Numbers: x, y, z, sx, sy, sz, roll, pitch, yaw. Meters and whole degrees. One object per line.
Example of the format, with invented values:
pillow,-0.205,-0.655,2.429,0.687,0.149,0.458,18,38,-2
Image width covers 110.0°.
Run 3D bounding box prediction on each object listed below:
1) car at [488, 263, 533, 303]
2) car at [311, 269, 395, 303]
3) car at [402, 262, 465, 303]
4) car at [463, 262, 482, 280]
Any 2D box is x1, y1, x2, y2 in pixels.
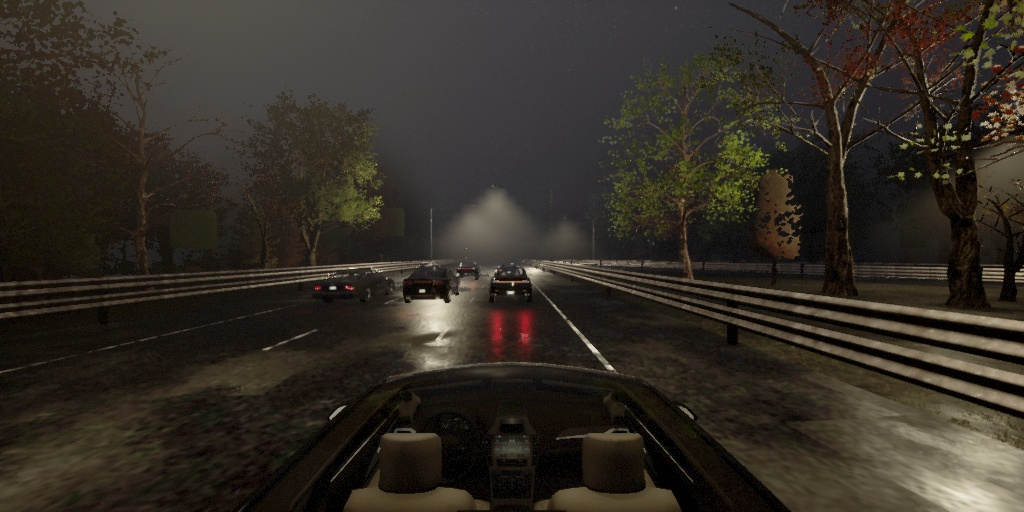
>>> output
car,-0.075,1.247,16.690,2.128,1.511,4.902,0,0,-1
car,-7.075,1.316,16.620,2.033,1.411,5.357,0,0,-1
car,-3.576,1.237,16.655,1.882,1.535,5.008,0,0,-1
car,-3.798,1.258,31.706,2.128,1.511,4.902,0,0,-1
